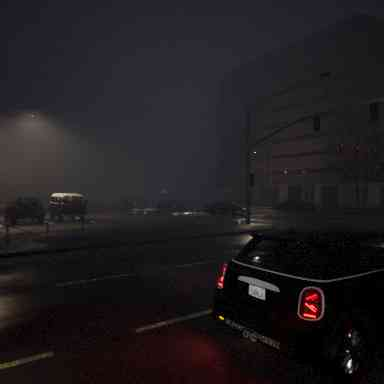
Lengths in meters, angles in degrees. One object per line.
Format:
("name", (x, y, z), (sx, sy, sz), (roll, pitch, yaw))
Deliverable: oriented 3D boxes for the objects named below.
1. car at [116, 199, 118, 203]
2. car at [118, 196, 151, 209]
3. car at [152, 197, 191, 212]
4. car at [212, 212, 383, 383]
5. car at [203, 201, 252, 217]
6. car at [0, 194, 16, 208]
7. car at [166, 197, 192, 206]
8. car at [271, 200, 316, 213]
("car", (-13.960, 1.619, 67.980), (1.994, 1.385, 4.181), (0, 0, -35))
("car", (-8.287, 1.407, 47.579), (2.097, 1.767, 4.553), (0, 0, -35))
("car", (-2.525, 1.581, 39.464), (1.812, 1.442, 4.674), (0, 0, -36))
("car", (2.601, 1.352, 5.658), (4.553, 1.767, 2.097), (0, 0, -35))
("car", (3.168, 1.603, 31.431), (2.033, 1.411, 5.357), (0, 0, -35))
("car", (-31.719, 1.209, 56.462), (1.932, 1.855, 4.605), (0, 0, -35))
("car", (-2.304, 1.602, 57.613), (2.033, 1.411, 5.357), (0, 0, -35))
("car", (11.451, 1.603, 37.774), (2.033, 1.411, 5.357), (0, 0, -29))
